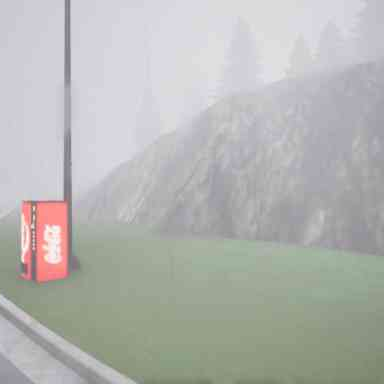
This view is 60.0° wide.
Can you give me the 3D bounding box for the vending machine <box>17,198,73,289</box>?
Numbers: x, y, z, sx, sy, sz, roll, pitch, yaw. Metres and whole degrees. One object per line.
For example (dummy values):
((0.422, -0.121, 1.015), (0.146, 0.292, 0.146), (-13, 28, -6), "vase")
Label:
((-3.709, 1.206, 8.395), (1.100, 2.100, 0.880), (0, 0, -41), "vending machine")
